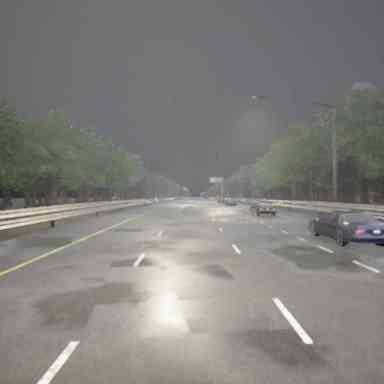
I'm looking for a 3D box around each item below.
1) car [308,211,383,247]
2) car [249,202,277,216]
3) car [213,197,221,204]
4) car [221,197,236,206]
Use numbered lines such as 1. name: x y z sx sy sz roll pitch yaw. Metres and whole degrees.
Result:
1. car: 7.009 1.564 15.115 2.033 1.411 5.357 0 0 0
2. car: 7.051 1.657 33.366 2.033 1.411 5.357 0 0 0
3. car: 7.378 2.102 85.935 2.097 1.767 4.553 0 -1 1
4. car: 7.197 1.986 62.957 2.033 1.411 5.357 0 -1 0
